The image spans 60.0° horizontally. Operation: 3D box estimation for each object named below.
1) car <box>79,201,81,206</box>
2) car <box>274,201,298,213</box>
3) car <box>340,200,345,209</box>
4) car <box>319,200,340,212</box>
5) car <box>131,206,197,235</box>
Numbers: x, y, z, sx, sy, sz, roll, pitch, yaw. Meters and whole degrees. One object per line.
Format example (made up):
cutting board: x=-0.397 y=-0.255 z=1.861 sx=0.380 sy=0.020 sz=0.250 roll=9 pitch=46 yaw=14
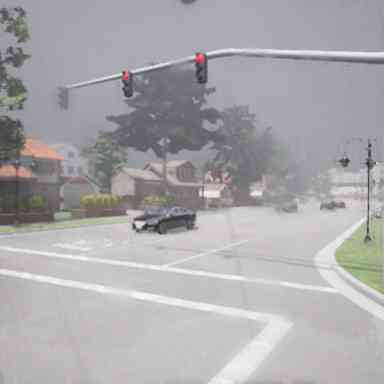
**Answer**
car: x=-10.700 y=1.220 z=36.894 sx=3.806 sy=1.475 sz=1.970 roll=1 pitch=0 yaw=32
car: x=12.088 y=1.903 z=42.267 sx=2.033 sy=1.411 sz=5.357 roll=1 pitch=0 yaw=31
car: x=24.854 y=2.048 z=56.613 sx=1.882 sy=1.535 sz=5.008 roll=1 pitch=0 yaw=31
car: x=19.542 y=1.977 z=47.638 sx=1.837 sy=1.490 sz=4.892 roll=1 pitch=0 yaw=32
car: x=-1.521 y=1.569 z=19.534 sx=2.128 sy=1.511 sz=4.902 roll=1 pitch=0 yaw=31
